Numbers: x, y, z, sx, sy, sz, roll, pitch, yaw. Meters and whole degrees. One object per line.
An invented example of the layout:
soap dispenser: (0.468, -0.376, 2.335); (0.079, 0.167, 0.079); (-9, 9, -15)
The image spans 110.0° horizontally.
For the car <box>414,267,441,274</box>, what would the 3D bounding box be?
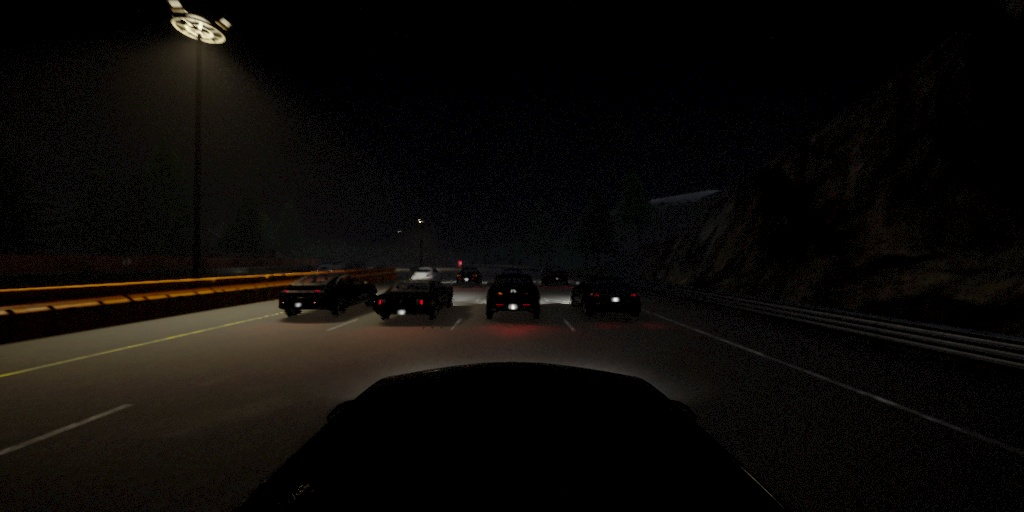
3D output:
car: (-7.011, 1.659, 29.796); (1.812, 1.442, 4.674); (0, -1, -1)

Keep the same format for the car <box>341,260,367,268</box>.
car: (-23.554, 1.688, 54.167); (2.150, 2.045, 5.566); (0, -1, -10)

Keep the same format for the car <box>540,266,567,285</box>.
car: (3.476, 1.618, 30.282); (1.882, 1.535, 5.008); (0, 0, -1)

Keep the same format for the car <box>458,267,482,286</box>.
car: (-3.513, 1.659, 29.742); (1.812, 1.442, 4.674); (0, -1, -1)

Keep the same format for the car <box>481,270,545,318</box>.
car: (0.054, 1.418, 13.767); (1.837, 1.490, 4.892); (0, -1, 1)

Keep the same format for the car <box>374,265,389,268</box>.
car: (-20.159, 2.029, 55.225); (2.033, 1.411, 5.357); (0, -1, -10)

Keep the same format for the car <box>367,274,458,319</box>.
car: (-3.449, 1.512, 13.489); (1.895, 1.301, 4.718); (0, -1, 1)

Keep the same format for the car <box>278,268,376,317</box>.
car: (-6.943, 1.411, 14.106); (2.128, 1.511, 4.902); (0, -1, 1)

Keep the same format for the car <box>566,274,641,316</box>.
car: (3.556, 1.486, 14.239); (1.994, 1.385, 4.181); (0, -1, 1)

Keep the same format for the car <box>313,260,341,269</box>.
car: (-26.923, 1.675, 53.183); (2.150, 2.045, 5.566); (0, -1, -10)

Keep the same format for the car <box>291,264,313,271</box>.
car: (-30.319, 1.918, 52.240); (1.882, 1.535, 5.008); (0, -1, -9)
